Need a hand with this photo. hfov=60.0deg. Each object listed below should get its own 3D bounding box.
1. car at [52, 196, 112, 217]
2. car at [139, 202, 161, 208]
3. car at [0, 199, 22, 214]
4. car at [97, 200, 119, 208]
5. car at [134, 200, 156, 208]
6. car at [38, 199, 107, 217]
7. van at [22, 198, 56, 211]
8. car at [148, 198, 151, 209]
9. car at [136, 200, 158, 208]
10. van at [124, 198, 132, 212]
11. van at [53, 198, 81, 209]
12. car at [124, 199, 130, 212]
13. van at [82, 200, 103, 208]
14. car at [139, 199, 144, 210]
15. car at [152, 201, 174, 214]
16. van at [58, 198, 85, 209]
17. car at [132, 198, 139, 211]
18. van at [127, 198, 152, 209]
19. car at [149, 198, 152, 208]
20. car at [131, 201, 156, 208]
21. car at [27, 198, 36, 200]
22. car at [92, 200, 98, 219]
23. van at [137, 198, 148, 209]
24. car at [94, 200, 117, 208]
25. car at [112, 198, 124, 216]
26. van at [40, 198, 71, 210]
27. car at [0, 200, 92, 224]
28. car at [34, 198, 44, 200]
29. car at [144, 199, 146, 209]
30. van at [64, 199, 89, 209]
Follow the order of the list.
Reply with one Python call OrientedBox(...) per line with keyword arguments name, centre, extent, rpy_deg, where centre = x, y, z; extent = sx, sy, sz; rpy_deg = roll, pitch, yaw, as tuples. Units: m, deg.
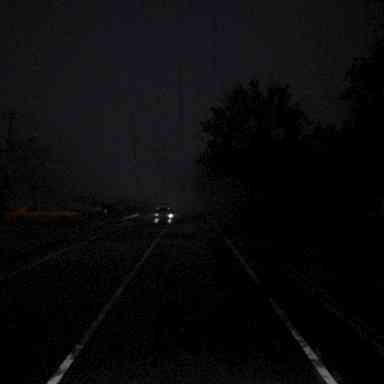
OrientedBox(name="car", centre=(-10.350, 1.542, 31.543), extent=(4.553, 1.767, 2.185), rpy_deg=(0, -1, 0))
OrientedBox(name="car", centre=(-10.267, 3.146, 81.464), extent=(4.892, 1.521, 2.231), rpy_deg=(0, -2, 0))
OrientedBox(name="car", centre=(-23.359, 1.736, 40.074), extent=(4.553, 1.767, 2.185), rpy_deg=(0, -1, 0))
OrientedBox(name="car", centre=(-23.315, 3.332, 92.667), extent=(5.566, 2.045, 2.435), rpy_deg=(0, -2, 0))
OrientedBox(name="car", centre=(-10.249, 2.693, 73.146), extent=(4.553, 1.767, 2.185), rpy_deg=(0, -2, 0))
OrientedBox(name="car", centre=(-10.328, 1.611, 28.764), extent=(5.008, 1.535, 2.097), rpy_deg=(0, -1, 0))
OrientedBox(name="van", centre=(-23.498, 1.892, 51.156), extent=(4.442, 1.987, 1.878), rpy_deg=(0, -1, 0))
OrientedBox(name="car", centre=(-10.323, 2.335, 59.295), extent=(4.792, 1.488, 2.163), rpy_deg=(0, -2, 0))
OrientedBox(name="car", centre=(-10.247, 2.802, 75.920), extent=(4.553, 1.767, 2.185), rpy_deg=(0, -2, 0))
OrientedBox(name="van", centre=(-10.425, 1.695, 42.642), extent=(4.442, 1.987, 1.878), rpy_deg=(0, -1, 0))
OrientedBox(name="van", centre=(-23.254, 2.159, 62.083), extent=(4.442, 1.987, 1.878), rpy_deg=(0, -2, 0))
OrientedBox(name="car", centre=(-10.314, 1.897, 39.861), extent=(4.674, 1.452, 2.002), rpy_deg=(0, -1, 0))
OrientedBox(name="van", centre=(-23.472, 2.810, 78.700), extent=(4.442, 1.987, 1.878), rpy_deg=(0, -2, 0))
OrientedBox(name="car", centre=(-10.271, 2.143, 50.962), extent=(4.792, 1.488, 2.163), rpy_deg=(0, -1, 0))
OrientedBox(name="car", centre=(-3.326, 1.872, 40.938), extent=(1.882, 1.535, 5.008), rpy_deg=(0, -1, 0))
OrientedBox(name="van", centre=(-23.485, 2.273, 64.984), extent=(4.442, 1.987, 1.878), rpy_deg=(0, -2, 0))
OrientedBox(name="car", centre=(-10.312, 1.985, 45.413), extent=(5.008, 1.535, 2.097), rpy_deg=(0, -1, 0))
OrientedBox(name="van", centre=(-10.172, 2.267, 64.828), extent=(4.442, 1.987, 1.878), rpy_deg=(0, -2, 0))
OrientedBox(name="car", centre=(-10.319, 2.133, 62.055), extent=(5.566, 2.045, 2.435), rpy_deg=(0, -2, 0))
OrientedBox(name="car", centre=(-10.278, 2.710, 70.367), extent=(5.008, 1.535, 2.097), rpy_deg=(0, -2, 0))
OrientedBox(name="car", centre=(-23.383, 1.923, 42.716), extent=(5.008, 1.535, 2.097), rpy_deg=(0, -1, 0))
OrientedBox(name="car", centre=(-10.330, 1.564, 25.992), extent=(4.892, 1.521, 2.231), rpy_deg=(0, -1, 0))
OrientedBox(name="van", centre=(-10.179, 2.016, 56.520), extent=(4.442, 1.987, 1.878), rpy_deg=(0, -1, 0))
OrientedBox(name="car", centre=(-23.317, 3.223, 89.899), extent=(5.566, 2.045, 2.435), rpy_deg=(0, -2, 0))
OrientedBox(name="car", centre=(-10.288, 1.478, 34.317), extent=(5.566, 2.045, 2.435), rpy_deg=(0, -1, 0))
OrientedBox(name="van", centre=(-23.259, 2.020, 56.693), extent=(4.442, 1.987, 1.878), rpy_deg=(0, -1, 0))
OrientedBox(name="car", centre=(-10.141, 1.520, 23.223), extent=(5.366, 1.575, 1.946), rpy_deg=(0, -1, 0))
OrientedBox(name="car", centre=(-23.381, 1.990, 45.611), extent=(5.008, 1.535, 2.097), rpy_deg=(0, -1, 0))
OrientedBox(name="car", centre=(-10.301, 2.217, 53.738), extent=(4.674, 1.452, 2.002), rpy_deg=(0, -1, 0))
OrientedBox(name="van", centre=(-23.482, 2.376, 67.627), extent=(4.442, 1.987, 1.878), rpy_deg=(0, -2, 0))
